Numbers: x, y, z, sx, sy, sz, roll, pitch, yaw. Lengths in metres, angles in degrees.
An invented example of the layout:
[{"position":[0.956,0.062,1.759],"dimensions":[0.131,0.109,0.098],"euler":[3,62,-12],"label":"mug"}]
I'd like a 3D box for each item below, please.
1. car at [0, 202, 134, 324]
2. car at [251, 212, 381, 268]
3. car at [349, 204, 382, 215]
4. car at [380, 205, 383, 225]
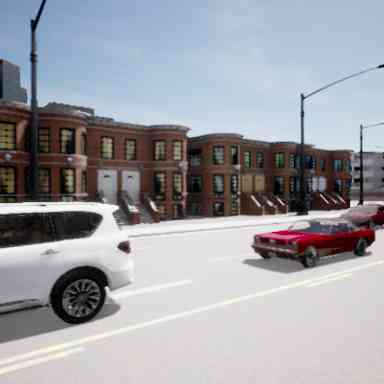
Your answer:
[{"position":[-3.728,1.228,5.627],"dimensions":[5.566,2.045,2.150],"euler":[0,0,-36],"label":"car"},{"position":[4.220,1.568,11.333],"dimensions":[4.718,1.301,1.895],"euler":[0,0,-36],"label":"car"},{"position":[10.843,1.457,20.278],"dimensions":[4.674,1.442,1.812],"euler":[0,0,-36],"label":"car"},{"position":[12.039,1.476,16.933],"dimensions":[5.357,1.411,2.033],"euler":[0,0,-36],"label":"car"}]
